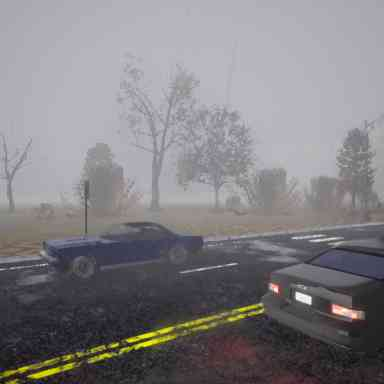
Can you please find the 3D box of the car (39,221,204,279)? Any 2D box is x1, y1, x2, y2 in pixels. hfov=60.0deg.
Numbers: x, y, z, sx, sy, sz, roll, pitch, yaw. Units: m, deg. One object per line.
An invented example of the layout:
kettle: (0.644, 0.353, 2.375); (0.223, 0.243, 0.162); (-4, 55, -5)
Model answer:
car: (-2.026, 1.600, 10.130); (4.718, 1.301, 1.895); (0, 0, -34)

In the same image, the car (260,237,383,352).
car: (3.734, 1.546, 5.979); (5.357, 1.411, 2.033); (0, 0, -31)
